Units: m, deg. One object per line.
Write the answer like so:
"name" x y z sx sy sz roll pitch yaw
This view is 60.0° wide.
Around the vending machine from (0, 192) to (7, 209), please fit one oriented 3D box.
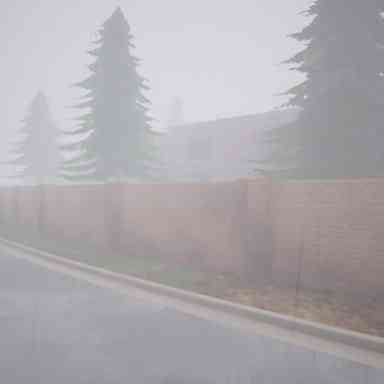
"vending machine" -23.731 1.087 41.298 1.100 2.100 0.880 0 0 -22
